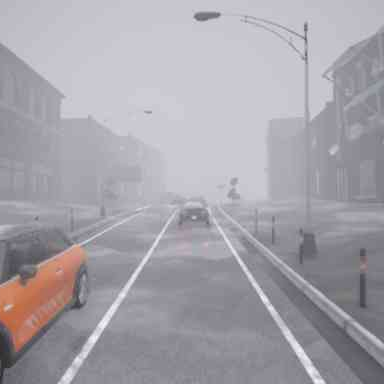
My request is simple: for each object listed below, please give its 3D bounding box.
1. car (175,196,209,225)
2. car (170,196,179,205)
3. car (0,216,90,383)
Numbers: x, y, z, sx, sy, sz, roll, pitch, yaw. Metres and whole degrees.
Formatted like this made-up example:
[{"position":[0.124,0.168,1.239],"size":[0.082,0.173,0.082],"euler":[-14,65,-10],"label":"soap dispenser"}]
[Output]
[{"position":[0.123,1.215,21.018],"size":[1.812,1.442,4.674],"euler":[0,1,0],"label":"car"},{"position":[-1.810,1.191,46.864],"size":[1.895,1.301,4.718],"euler":[0,0,7],"label":"car"},{"position":[-3.097,1.338,4.750],"size":[2.097,1.767,4.553],"euler":[0,0,0],"label":"car"}]
